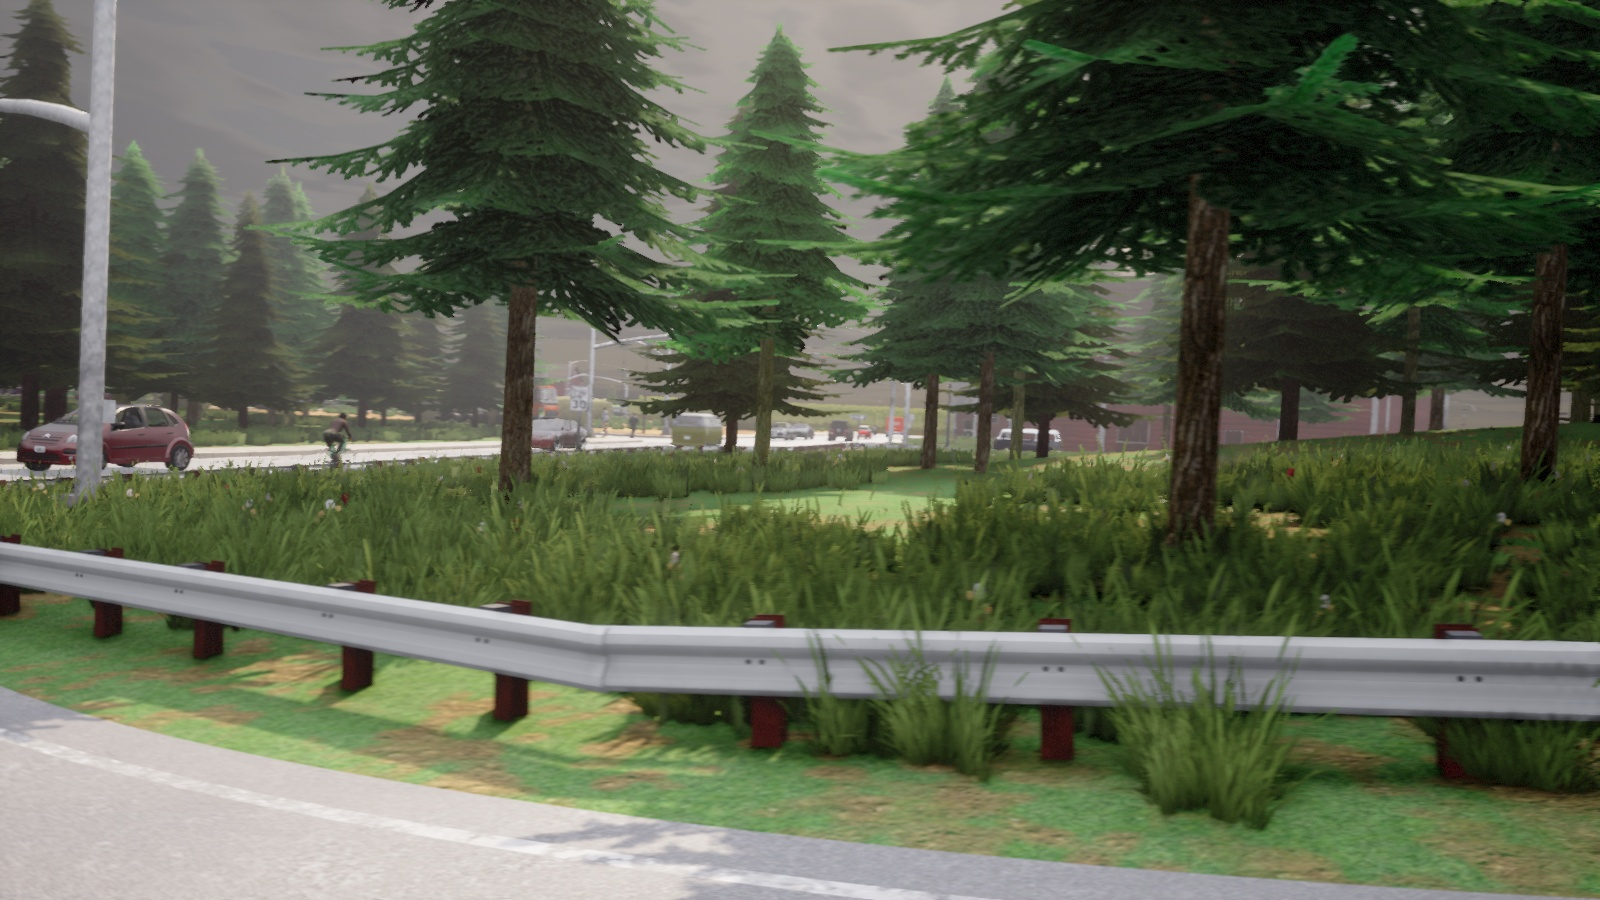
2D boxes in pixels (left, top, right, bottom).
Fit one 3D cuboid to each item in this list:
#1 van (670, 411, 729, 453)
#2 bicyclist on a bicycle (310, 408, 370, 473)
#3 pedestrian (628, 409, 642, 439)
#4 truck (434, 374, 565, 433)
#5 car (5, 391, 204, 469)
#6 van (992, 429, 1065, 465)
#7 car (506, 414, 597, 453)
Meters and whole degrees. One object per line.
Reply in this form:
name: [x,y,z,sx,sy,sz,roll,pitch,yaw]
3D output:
van: [-5.152,-0.944,64.780,1.775,1.987,4.442,4,2,11]
bicyclist on a bicycle: [-11.978,-0.247,32.724,0.582,1.620,1.656,4,1,13]
pedestrian: [-10.828,-1.702,82.312,0.563,1.883,0.849,4,2,11]
truck: [-20.294,-3.108,84.873,7.936,3.462,2.891,4,2,12]
car: [-16.292,-0.470,29.661,1.851,1.617,3.988,4,2,13]
van: [14.755,-0.227,80.942,4.480,2.038,2.069,4,2,12]
car: [-10.736,-0.740,54.603,2.163,1.488,4.792,4,2,11]
